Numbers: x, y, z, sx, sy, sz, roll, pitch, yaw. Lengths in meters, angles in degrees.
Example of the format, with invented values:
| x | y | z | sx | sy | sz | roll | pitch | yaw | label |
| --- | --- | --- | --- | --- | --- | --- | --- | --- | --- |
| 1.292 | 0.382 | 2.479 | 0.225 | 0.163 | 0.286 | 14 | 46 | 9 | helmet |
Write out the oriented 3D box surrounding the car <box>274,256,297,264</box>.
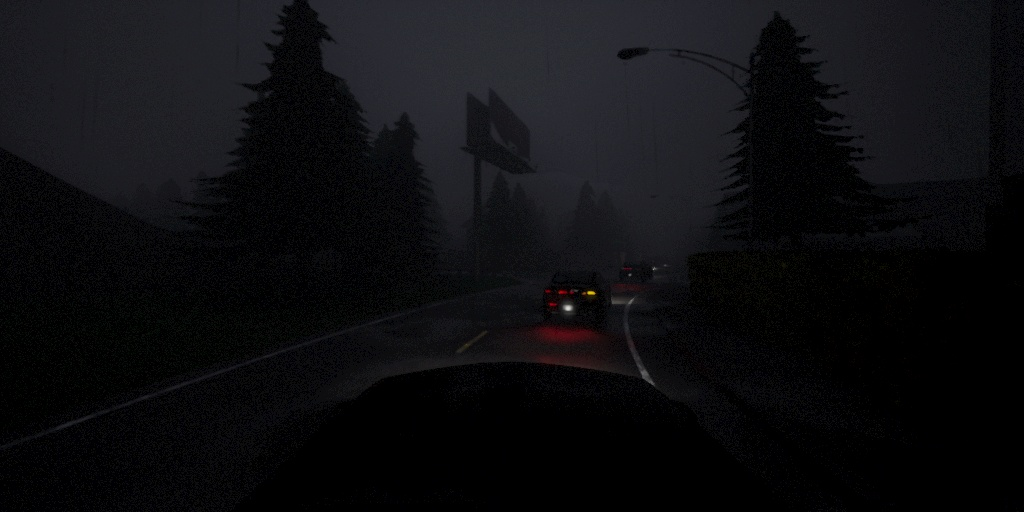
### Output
| x | y | z | sx | sy | sz | roll | pitch | yaw | label |
| --- | --- | --- | --- | --- | --- | --- | --- | --- | --- |
| -28.494 | 0.669 | 45.724 | 4.181 | 1.385 | 1.994 | 1 | 0 | 28 | car |

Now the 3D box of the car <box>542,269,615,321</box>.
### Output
| x | y | z | sx | sy | sz | roll | pitch | yaw | label |
| --- | --- | --- | --- | --- | --- | --- | --- | --- | --- |
| 2.339 | 1.192 | 12.288 | 1.837 | 1.490 | 4.892 | 0 | 0 | 19 | car |

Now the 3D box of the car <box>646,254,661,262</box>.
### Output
| x | y | z | sx | sy | sz | roll | pitch | yaw | label |
| --- | --- | --- | --- | --- | --- | --- | --- | --- | --- |
| 21.831 | 0.824 | 57.004 | 2.097 | 1.767 | 4.553 | 1 | 0 | 29 | car |

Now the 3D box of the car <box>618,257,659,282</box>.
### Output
| x | y | z | sx | sy | sz | roll | pitch | yaw | label |
| --- | --- | --- | --- | --- | --- | --- | --- | --- | --- |
| 9.329 | 1.086 | 26.866 | 2.128 | 1.511 | 4.902 | 1 | 1 | 29 | car |
